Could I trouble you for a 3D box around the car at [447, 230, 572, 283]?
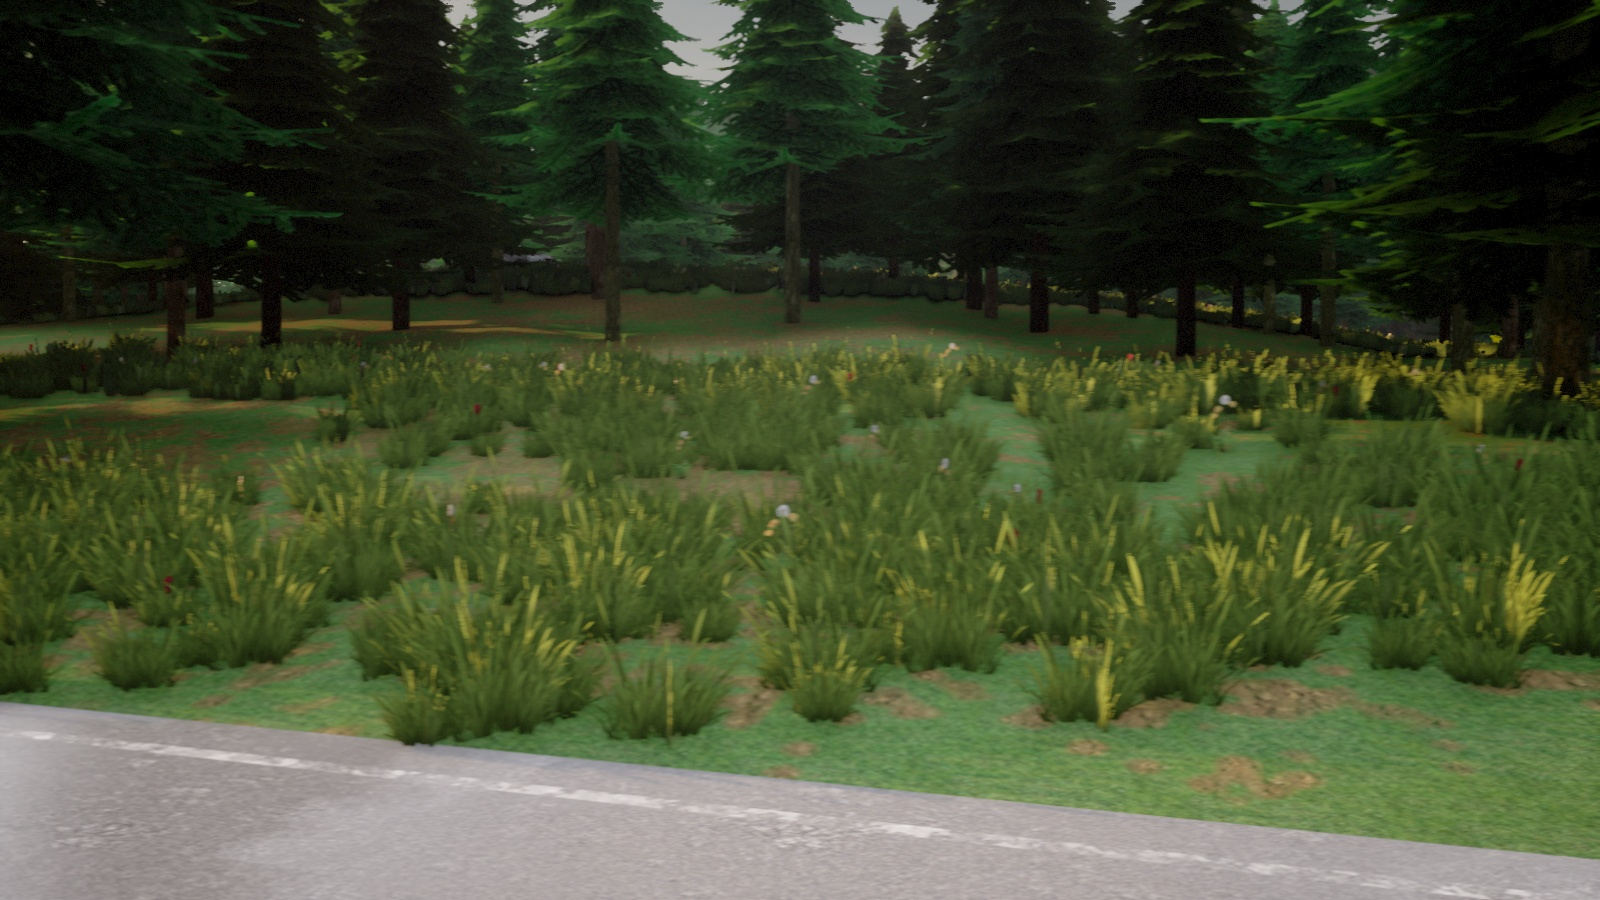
[{"bbox_3d":[-12.011,-7.968,51.975,4.611,1.667,2.242,1,1,24],"label":"car"}]
